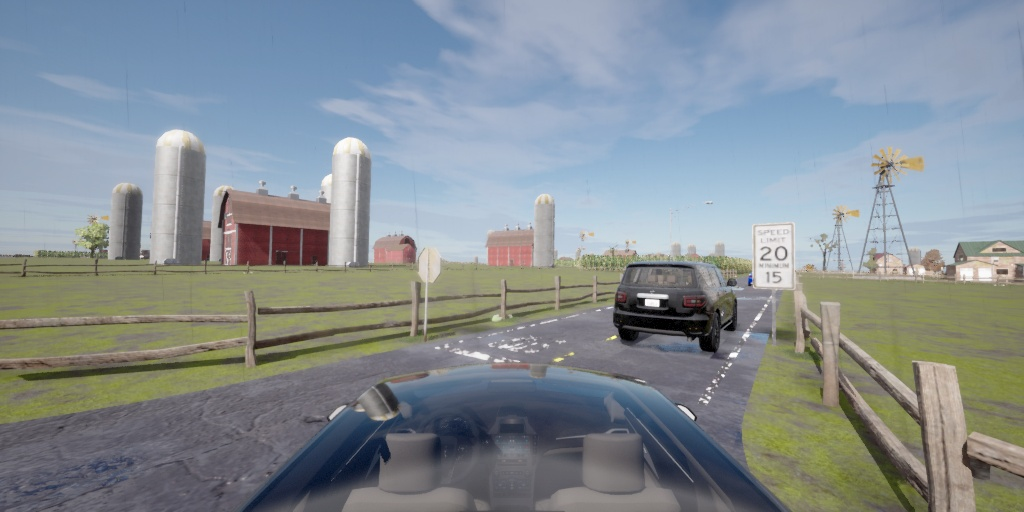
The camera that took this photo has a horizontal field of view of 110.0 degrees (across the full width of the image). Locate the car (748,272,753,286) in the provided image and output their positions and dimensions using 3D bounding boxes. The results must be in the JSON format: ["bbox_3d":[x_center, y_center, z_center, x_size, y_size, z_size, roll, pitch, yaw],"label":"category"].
[{"bbox_3d":[24.354,2.177,35.032,1.882,1.535,5.008,-1,-2,38],"label":"car"}]

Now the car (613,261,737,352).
[{"bbox_3d":[4.676,1.171,9.862,2.150,2.045,5.566,-1,-2,38],"label":"car"}]
